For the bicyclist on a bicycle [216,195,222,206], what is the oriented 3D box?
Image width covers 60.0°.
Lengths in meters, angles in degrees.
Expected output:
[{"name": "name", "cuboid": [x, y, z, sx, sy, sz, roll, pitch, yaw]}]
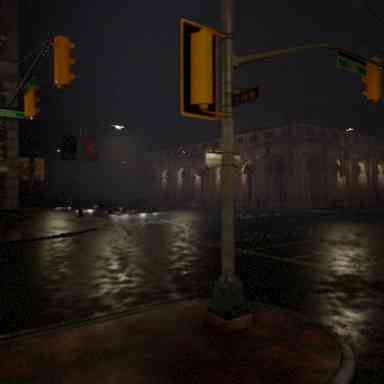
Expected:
[{"name": "bicyclist on a bicycle", "cuboid": [4.046, 1.178, 48.279, 1.656, 1.620, 0.582, -1, 0, -36]}]

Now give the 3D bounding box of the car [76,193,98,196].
[{"name": "car", "cuboid": [-17.532, 1.153, 53.761, 2.150, 2.045, 5.566, 0, 0, -35]}]

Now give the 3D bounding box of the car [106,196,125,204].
[{"name": "car", "cuboid": [-14.211, 1.504, 61.478, 1.895, 1.301, 4.718, 0, 0, -35]}]

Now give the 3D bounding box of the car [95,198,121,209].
[{"name": "car", "cuboid": [-11.458, 1.533, 45.105, 1.895, 1.301, 4.718, 0, 0, -35]}]

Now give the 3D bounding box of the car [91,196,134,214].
[{"name": "car", "cuboid": [-8.440, 1.438, 34.875, 2.128, 1.511, 4.902, 0, 0, -36]}]

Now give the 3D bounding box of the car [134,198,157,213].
[{"name": "car", "cuboid": [-5.695, 1.459, 37.055, 1.812, 1.442, 4.674, 0, 0, -36]}]

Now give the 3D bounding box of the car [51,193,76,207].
[{"name": "car", "cuboid": [-20.282, 1.166, 51.561, 2.150, 2.045, 5.566, 0, 0, -35]}]

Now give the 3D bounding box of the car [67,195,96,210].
[{"name": "car", "cuboid": [-14.247, 1.510, 43.004, 1.994, 1.385, 4.181, 0, 0, -34]}]
